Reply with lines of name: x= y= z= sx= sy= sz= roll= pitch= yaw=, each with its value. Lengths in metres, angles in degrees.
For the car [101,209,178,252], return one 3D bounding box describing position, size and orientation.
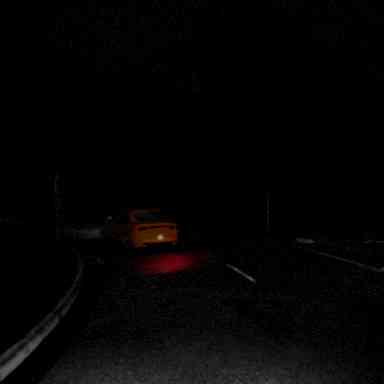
car: x=-2.396 y=1.456 z=14.173 sx=1.882 sy=1.535 sz=5.008 roll=1 pitch=0 yaw=-30
